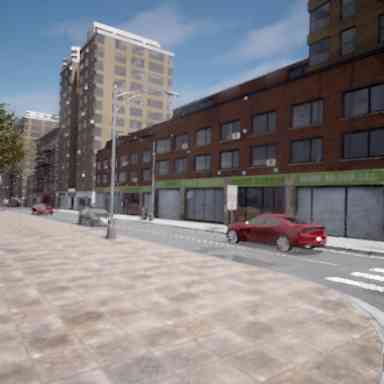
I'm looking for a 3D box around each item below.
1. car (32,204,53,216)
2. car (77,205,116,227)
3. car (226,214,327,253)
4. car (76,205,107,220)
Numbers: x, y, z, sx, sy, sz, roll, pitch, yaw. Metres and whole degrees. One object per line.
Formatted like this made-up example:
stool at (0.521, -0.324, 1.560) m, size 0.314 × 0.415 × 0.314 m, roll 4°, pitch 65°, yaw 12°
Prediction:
car at (-19.327, 2.241, 42.954) m, size 1.882 × 1.535 × 5.008 m, roll 2°, pitch -2°, yaw -35°
car at (-7.634, 1.929, 26.267) m, size 1.812 × 1.442 × 4.674 m, roll 2°, pitch -2°, yaw -35°
car at (3.680, 1.767, 15.384) m, size 1.882 × 1.535 × 5.008 m, roll 2°, pitch -2°, yaw -35°
car at (-10.932, 2.185, 36.023) m, size 1.812 × 1.442 × 4.674 m, roll 2°, pitch -2°, yaw -35°
